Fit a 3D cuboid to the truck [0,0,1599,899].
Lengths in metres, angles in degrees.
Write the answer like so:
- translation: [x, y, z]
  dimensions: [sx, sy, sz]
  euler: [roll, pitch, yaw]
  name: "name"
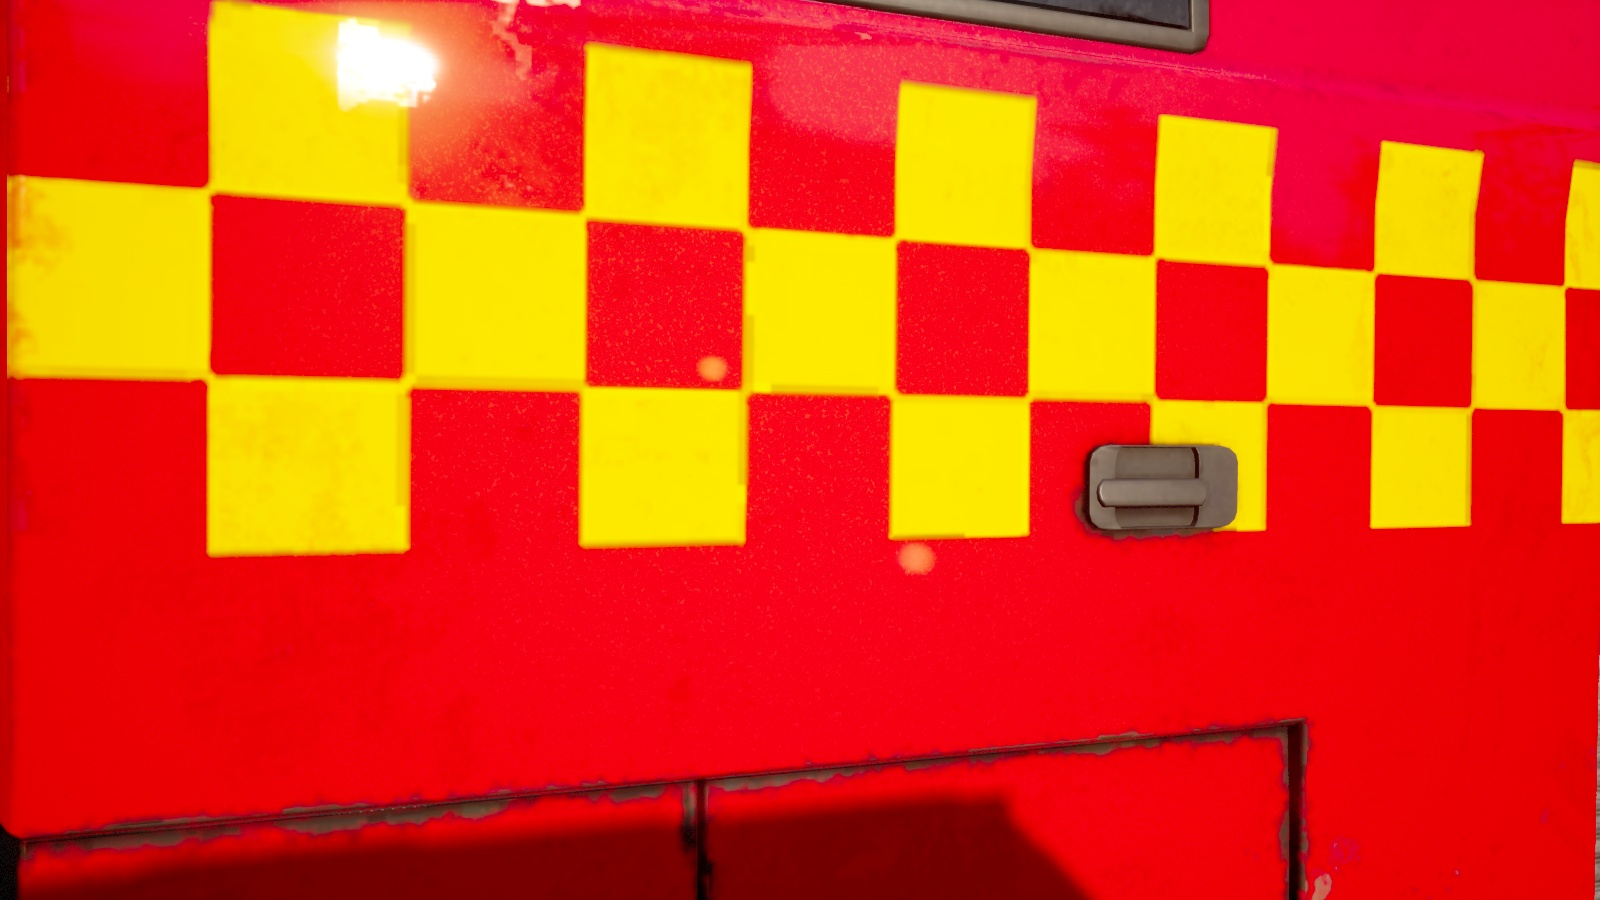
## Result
- translation: [0.048, -0.420, 3.242]
  dimensions: [8.468, 3.827, 2.891]
  euler: [-1, 1, -21]
  name: "truck"
